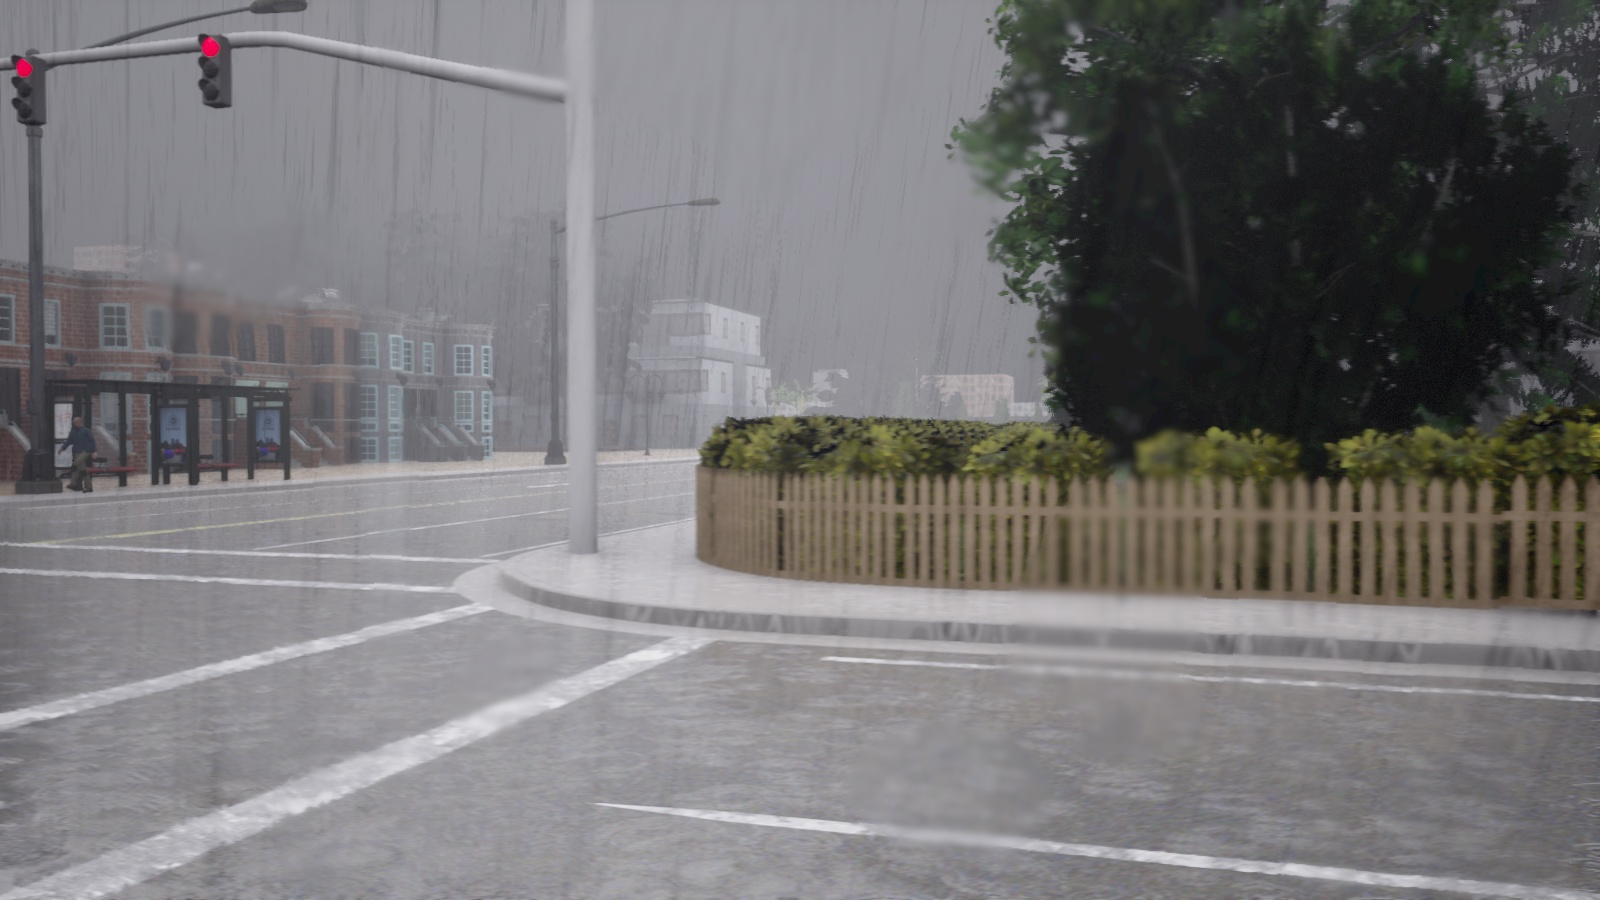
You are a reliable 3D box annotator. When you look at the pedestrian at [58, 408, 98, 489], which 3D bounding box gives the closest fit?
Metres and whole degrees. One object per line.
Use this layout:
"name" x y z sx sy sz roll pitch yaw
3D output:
"pedestrian" -16.788 -0.039 29.207 0.402 1.842 0.726 0 1 16
